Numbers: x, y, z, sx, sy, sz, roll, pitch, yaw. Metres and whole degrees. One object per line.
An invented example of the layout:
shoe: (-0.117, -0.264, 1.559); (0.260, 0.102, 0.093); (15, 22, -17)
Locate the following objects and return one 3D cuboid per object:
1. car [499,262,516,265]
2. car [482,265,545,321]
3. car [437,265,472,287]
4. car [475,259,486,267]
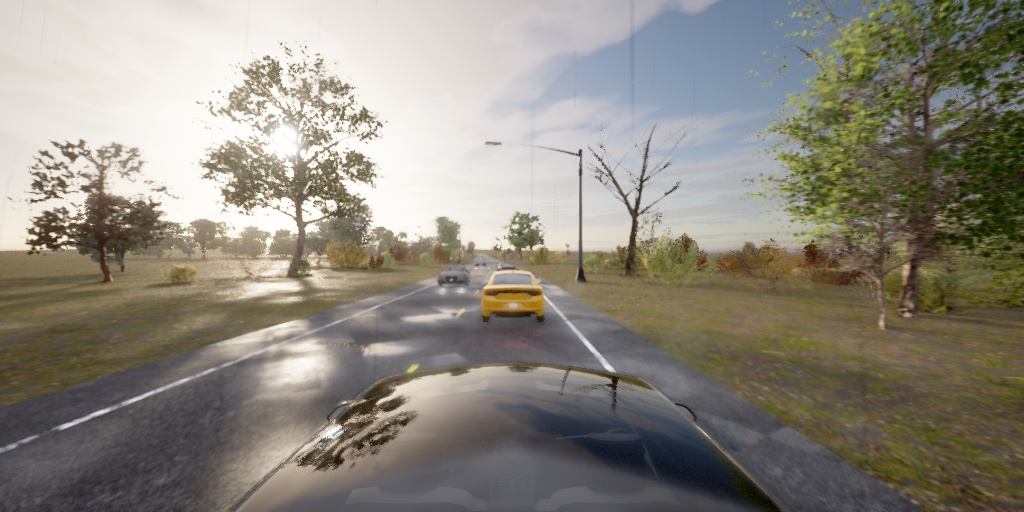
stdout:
car: (-0.357, 1.253, 30.254); (2.128, 1.511, 4.902); (0, 0, -2)
car: (0.016, 1.236, 12.485); (1.882, 1.535, 5.008); (0, 0, -1)
car: (-3.910, 1.328, 24.940); (1.994, 1.385, 4.181); (0, 0, -1)
car: (-5.636, 1.239, 65.196); (2.128, 1.511, 4.902); (0, 0, -3)
